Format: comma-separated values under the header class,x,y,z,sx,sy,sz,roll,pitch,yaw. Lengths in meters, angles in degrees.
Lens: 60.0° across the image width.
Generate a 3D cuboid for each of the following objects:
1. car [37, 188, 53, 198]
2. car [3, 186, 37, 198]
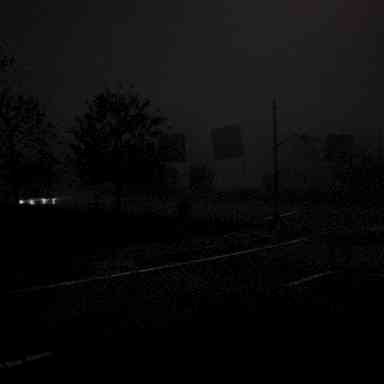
class,x,y,z,sx,sy,sz,roll,pitch,yaw
car,-23.718,0.053,52.088,5.008,1.535,1.882,3,4,37
car,-25.824,-0.027,49.288,5.566,2.045,2.150,3,4,37
